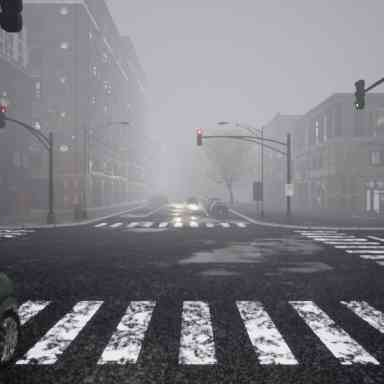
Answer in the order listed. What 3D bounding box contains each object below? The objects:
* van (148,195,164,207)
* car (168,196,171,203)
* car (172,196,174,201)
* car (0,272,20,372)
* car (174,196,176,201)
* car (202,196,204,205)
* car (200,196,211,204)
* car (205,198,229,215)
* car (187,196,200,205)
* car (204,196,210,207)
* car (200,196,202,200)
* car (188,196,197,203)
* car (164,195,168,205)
[{"bbox_3d":[-5.638,1.399,50.726,1.690,1.788,3.998,0,0,0],"label":"van"},{"bbox_3d":[-5.626,1.398,62.120,2.192,1.841,5.009,0,0,0],"label":"car"},{"bbox_3d":[-5.614,1.663,73.513,2.008,1.369,4.403,0,0,0],"label":"car"},{"bbox_3d":[-3.205,1.352,2.518,2.097,1.767,4.553,0,0,-5],"label":"car"},{"bbox_3d":[-5.597,1.687,90.434,1.752,1.417,4.829,0,0,0],"label":"car"},{"bbox_3d":[2.737,1.488,45.019,1.967,1.590,4.097,0,0,0],"label":"car"},{"bbox_3d":[2.760,1.537,67.806,1.967,1.590,4.097,0,0,0],"label":"car"},{"bbox_3d":[2.725,1.580,33.625,2.008,1.369,4.403,0,0,0],"label":"car"},{"bbox_3d":[0.065,1.556,60.401,1.882,1.535,5.008,0,0,0],"label":"car"},{"bbox_3d":[2.731,1.479,39.323,1.967,1.590,4.097,0,0,0],"label":"car"},{"bbox_3d":[2.755,1.634,62.109,2.008,1.369,4.403,0,0,0],"label":"car"},{"bbox_3d":[0.075,1.541,70.818,1.812,1.442,4.674,0,0,0],"label":"car"},{"bbox_3d":[-5.632,1.652,56.423,1.802,1.307,4.206,0,0,0],"label":"car"}]
